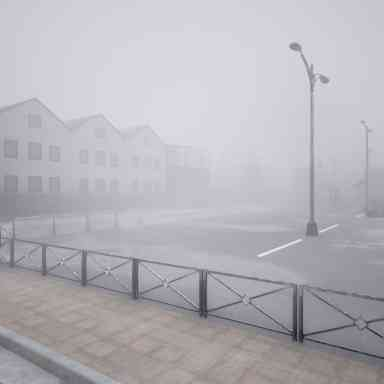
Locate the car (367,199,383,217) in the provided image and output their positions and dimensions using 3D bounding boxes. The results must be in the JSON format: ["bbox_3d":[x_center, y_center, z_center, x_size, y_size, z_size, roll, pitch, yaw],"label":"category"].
[{"bbox_3d":[15.385,1.298,26.832,2.007,1.523,4.514,0,0,35],"label":"car"}]
